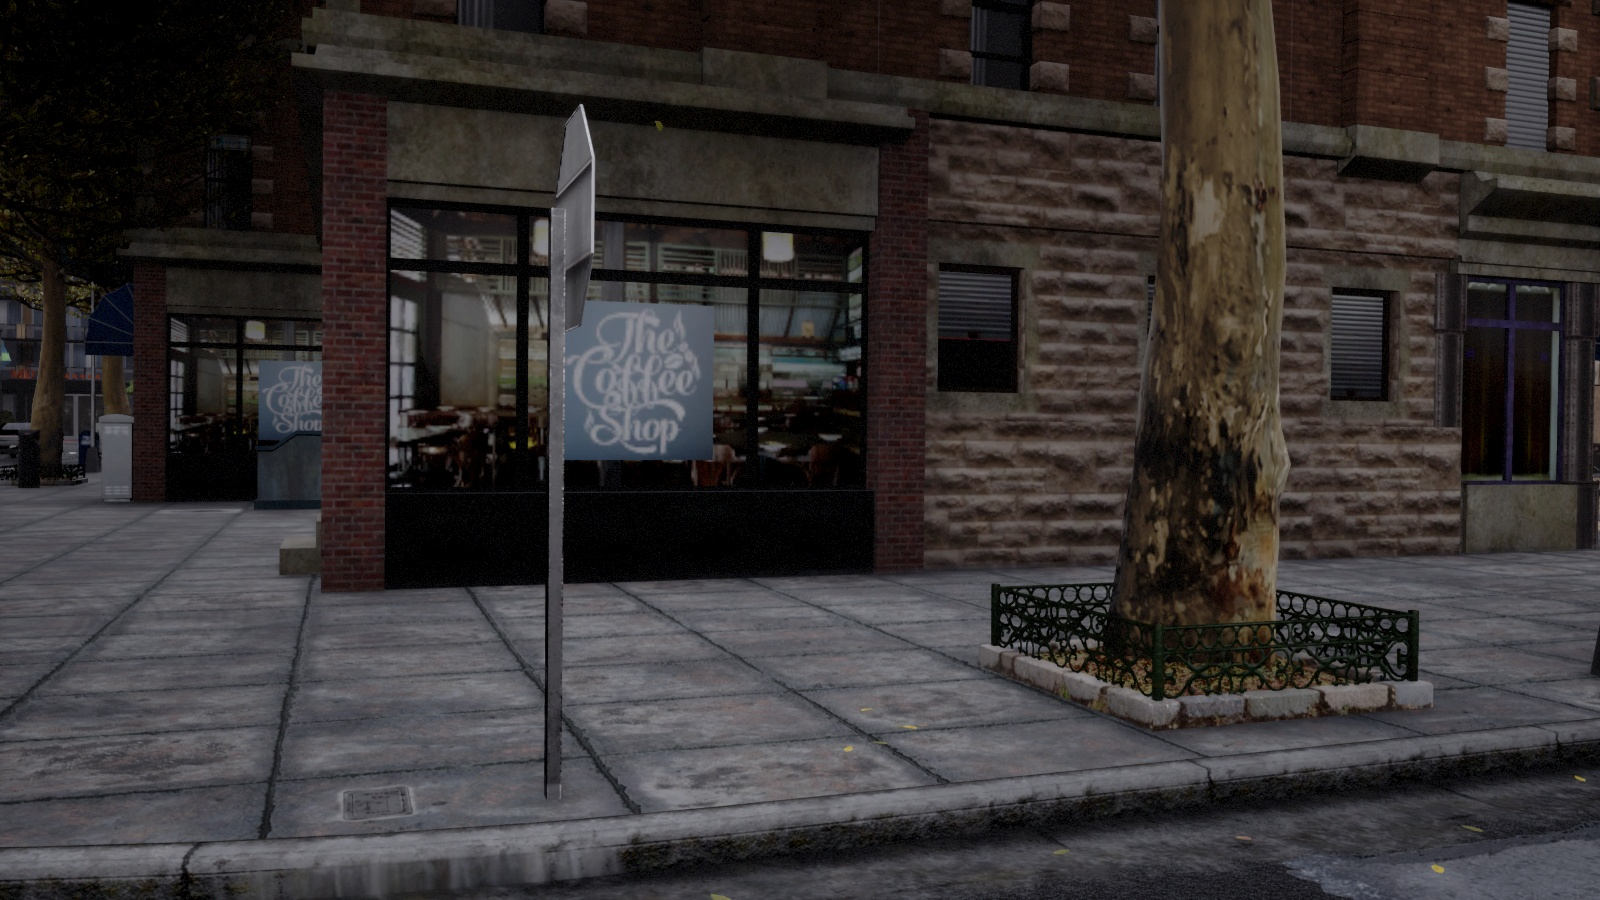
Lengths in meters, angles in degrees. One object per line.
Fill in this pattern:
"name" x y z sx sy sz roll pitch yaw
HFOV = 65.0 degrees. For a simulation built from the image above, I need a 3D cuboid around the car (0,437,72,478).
"car" -31.061 0.267 50.573 2.128 1.511 4.902 -1 1 -20
